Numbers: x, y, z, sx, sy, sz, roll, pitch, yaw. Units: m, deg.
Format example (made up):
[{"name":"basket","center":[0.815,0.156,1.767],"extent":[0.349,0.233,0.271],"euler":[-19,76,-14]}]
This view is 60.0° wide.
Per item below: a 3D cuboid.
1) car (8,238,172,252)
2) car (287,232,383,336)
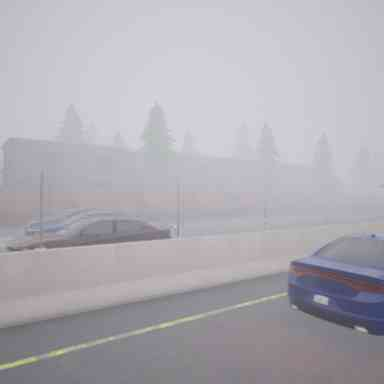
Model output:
[{"name":"car","center":[-2.997,1.517,10.460],"extent":[5.008,1.535,1.882],"euler":[1,0,-36]},{"name":"car","center":[4.025,1.555,6.636],"extent":[5.008,1.535,1.882],"euler":[1,0,-36]}]
